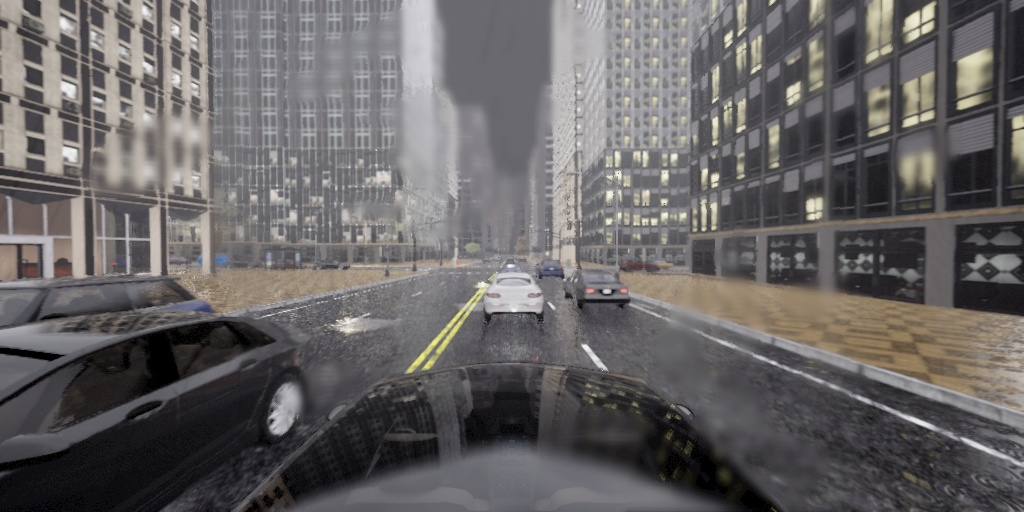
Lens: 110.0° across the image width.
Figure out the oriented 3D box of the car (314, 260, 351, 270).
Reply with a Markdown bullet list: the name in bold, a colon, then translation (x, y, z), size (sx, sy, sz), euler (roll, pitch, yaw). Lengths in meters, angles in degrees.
- **car**: translation (-22.924, 1.144, 45.783), size (4.313, 1.339, 1.948), euler (0, 0, 1)

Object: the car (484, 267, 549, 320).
- **car**: translation (0.054, 1.262, 12.363), size (1.812, 1.442, 4.674), euler (0, 0, 0)

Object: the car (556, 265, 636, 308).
- **car**: translation (3.299, 1.277, 14.972), size (2.033, 1.411, 5.357), euler (0, 0, 0)

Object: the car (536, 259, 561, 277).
- **car**: translation (3.223, 1.053, 31.343), size (2.097, 1.767, 4.553), euler (0, 0, 0)

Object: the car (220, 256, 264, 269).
- **car**: translation (-34.290, 1.053, 46.038), size (4.313, 1.339, 1.948), euler (0, 0, 1)

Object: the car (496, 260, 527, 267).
- **car**: translation (-0.018, 1.255, 29.673), size (2.033, 1.411, 5.357), euler (0, 0, 0)

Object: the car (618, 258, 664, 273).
- **car**: translation (16.003, 1.195, 45.433), size (5.009, 1.841, 2.192), euler (0, 0, 1)

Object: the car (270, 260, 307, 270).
- **car**: translation (-28.609, 1.115, 45.890), size (4.207, 1.307, 1.802), euler (0, 0, 1)

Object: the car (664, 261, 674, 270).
- **car**: translation (21.576, 1.303, 53.744), size (4.829, 1.417, 1.751), euler (0, 0, 1)

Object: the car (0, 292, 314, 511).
- **car**: translation (-3.354, 1.259, 2.480), size (1.837, 1.490, 4.892), euler (0, 0, 0)

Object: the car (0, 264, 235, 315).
- **car**: translation (-6.609, 1.106, 4.850), size (2.097, 1.767, 4.553), euler (0, 0, 0)
